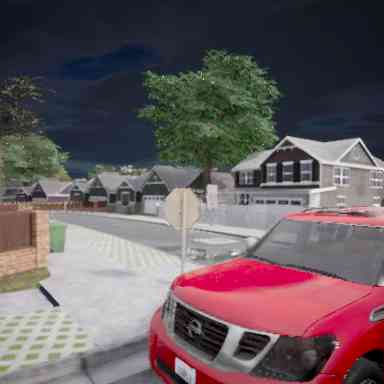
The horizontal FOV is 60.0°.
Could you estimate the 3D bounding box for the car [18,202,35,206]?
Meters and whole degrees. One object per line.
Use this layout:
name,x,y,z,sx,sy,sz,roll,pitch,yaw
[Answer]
car,-22.437,2.155,44.872,1.882,1.535,5.008,2,-3,-42

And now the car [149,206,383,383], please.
car,2.188,1.245,4.523,5.566,2.045,2.150,1,-1,-36
